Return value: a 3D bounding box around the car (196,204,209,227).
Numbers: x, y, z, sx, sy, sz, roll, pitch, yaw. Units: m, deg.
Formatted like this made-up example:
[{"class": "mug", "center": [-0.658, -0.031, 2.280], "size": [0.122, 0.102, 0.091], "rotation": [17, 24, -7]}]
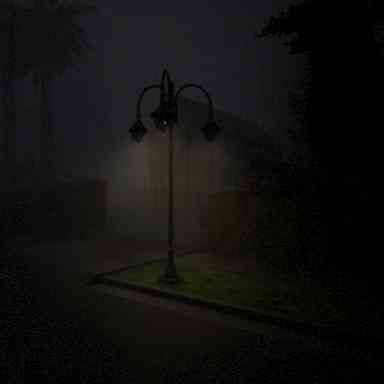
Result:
[{"class": "car", "center": [2.204, 0.966, 18.942], "size": [1.932, 1.855, 4.605], "rotation": [0, 0, 36]}]
